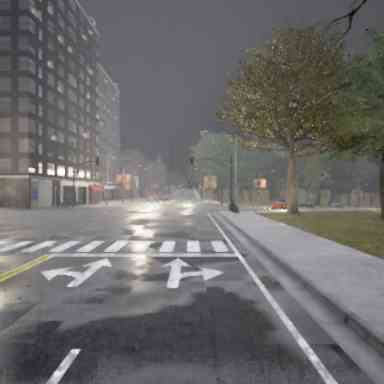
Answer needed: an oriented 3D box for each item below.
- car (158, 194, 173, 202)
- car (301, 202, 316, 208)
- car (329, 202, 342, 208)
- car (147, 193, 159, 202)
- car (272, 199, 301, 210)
[{"bbox_3d":[-6.542,1.716,82.274,1.895,1.301,4.718,0,0,0],"label":"car"},{"bbox_3d":[24.435,2.804,70.831,1.895,1.301,4.718,0,-2,45],"label":"car"},{"bbox_3d":[35.217,3.286,81.665,2.128,1.511,4.902,0,-2,45],"label":"car"},{"bbox_3d":[-9.791,1.346,82.229,2.150,2.045,5.566,0,0,0],"label":"car"},{"bbox_3d":[14.360,1.918,51.496,2.097,1.767,4.553,0,-2,45],"label":"car"}]
